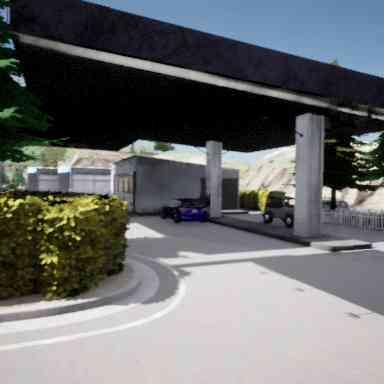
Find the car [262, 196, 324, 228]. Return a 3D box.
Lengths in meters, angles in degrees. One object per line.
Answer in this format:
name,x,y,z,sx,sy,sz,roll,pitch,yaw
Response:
car,6.238,1.200,21.651,1.905,1.878,3.866,0,1,-22

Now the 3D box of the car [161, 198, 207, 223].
car,-0.637,1.253,23.556,2.242,1.667,4.611,0,1,-22

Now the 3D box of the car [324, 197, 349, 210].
car,15.618,1.278,37.714,1.994,1.385,4.181,0,1,-21
